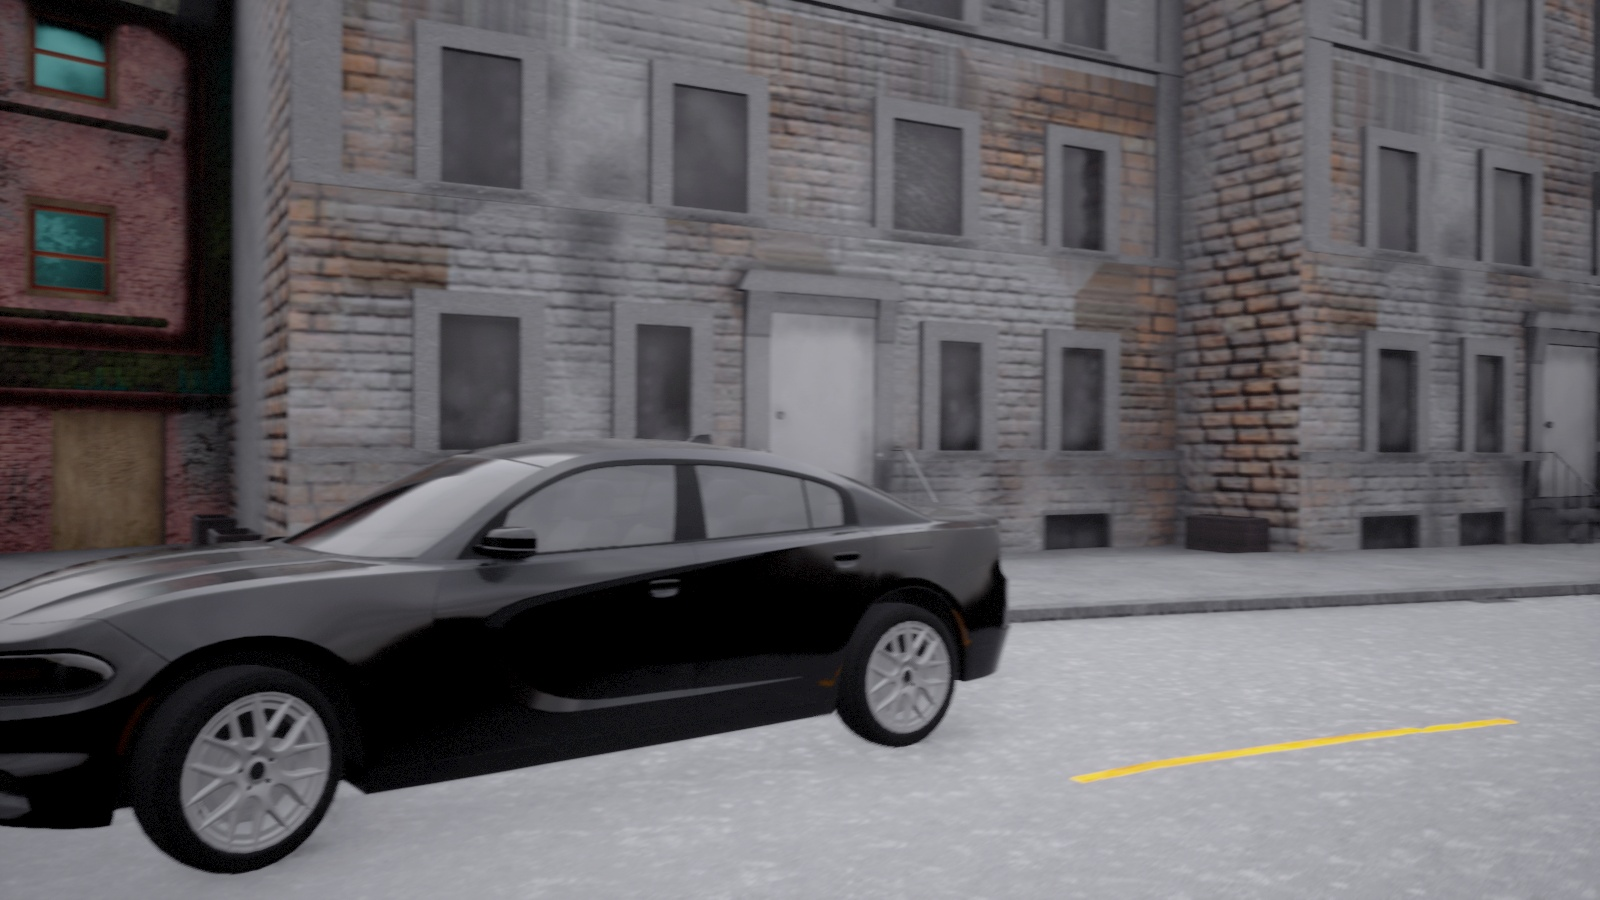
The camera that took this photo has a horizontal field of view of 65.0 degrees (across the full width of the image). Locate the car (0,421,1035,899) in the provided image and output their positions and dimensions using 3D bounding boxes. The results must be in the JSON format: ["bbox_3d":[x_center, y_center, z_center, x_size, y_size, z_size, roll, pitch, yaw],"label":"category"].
[{"bbox_3d":[-1.295,0.680,5.869,5.008,1.535,1.882,0,0,-39],"label":"car"}]
